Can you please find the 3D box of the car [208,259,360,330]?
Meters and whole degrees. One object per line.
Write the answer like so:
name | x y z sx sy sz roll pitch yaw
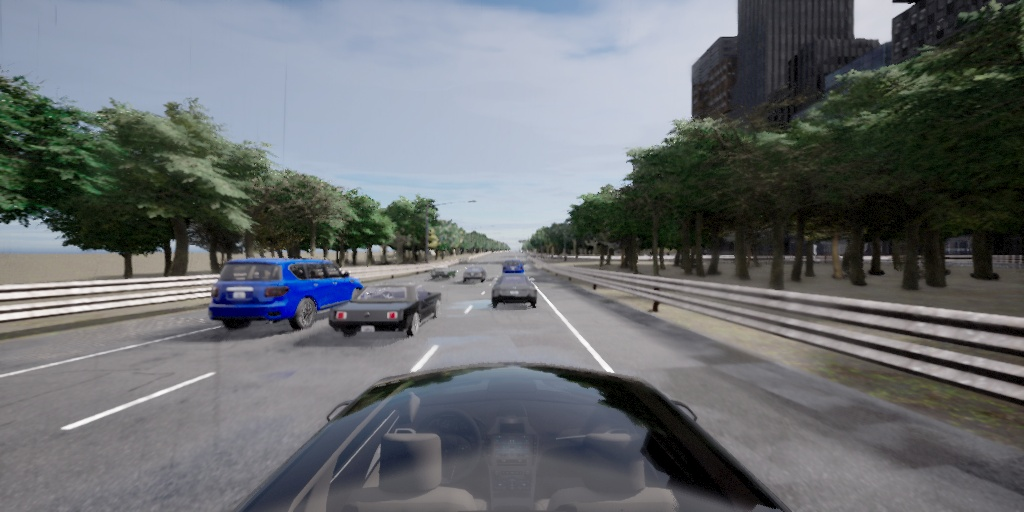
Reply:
car | -6.901 1.106 11.772 2.150 2.045 5.566 0 0 0

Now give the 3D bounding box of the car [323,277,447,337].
car | -3.407 1.470 10.721 1.895 1.301 4.718 0 -1 0

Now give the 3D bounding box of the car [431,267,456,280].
car | -6.897 1.757 36.720 1.895 1.301 4.718 0 -1 0

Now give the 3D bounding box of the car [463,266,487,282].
car | -3.397 1.671 33.430 2.033 1.411 5.357 0 -1 0

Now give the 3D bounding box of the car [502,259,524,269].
car | 0.103 1.382 37.261 2.150 2.045 5.566 0 -1 0

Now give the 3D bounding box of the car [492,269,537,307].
car | 0.099 1.507 16.818 1.994 1.385 4.181 0 -1 0
